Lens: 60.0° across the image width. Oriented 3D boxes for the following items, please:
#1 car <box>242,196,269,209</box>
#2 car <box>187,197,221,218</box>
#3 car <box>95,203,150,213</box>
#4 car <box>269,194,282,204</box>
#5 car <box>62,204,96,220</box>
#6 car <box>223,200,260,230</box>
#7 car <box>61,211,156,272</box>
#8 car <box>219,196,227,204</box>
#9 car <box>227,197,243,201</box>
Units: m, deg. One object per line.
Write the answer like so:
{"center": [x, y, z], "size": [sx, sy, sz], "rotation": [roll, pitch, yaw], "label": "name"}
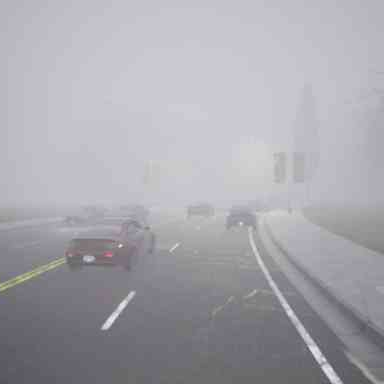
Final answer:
{"center": [8.359, 1.458, 43.511], "size": [1.812, 1.442, 4.674], "rotation": [-1, 0, 23], "label": "car"}
{"center": [0.902, 1.515, 30.144], "size": [2.128, 1.511, 4.902], "rotation": [0, 0, 14], "label": "car"}
{"center": [-4.312, 1.530, 22.473], "size": [1.882, 1.535, 5.008], "rotation": [0, 0, 11], "label": "car"}
{"center": [14.446, 1.216, 58.281], "size": [2.097, 1.767, 4.553], "rotation": [-1, 0, 23], "label": "car"}
{"center": [-7.304, 1.614, 24.328], "size": [2.033, 1.411, 5.357], "rotation": [0, 0, 11], "label": "car"}
{"center": [3.206, 1.529, 21.251], "size": [1.837, 1.490, 4.892], "rotation": [0, 0, 11], "label": "car"}
{"center": [-2.454, 1.557, 10.905], "size": [1.812, 1.442, 4.674], "rotation": [0, 0, 5], "label": "car"}
{"center": [5.671, 1.519, 62.323], "size": [2.033, 1.411, 5.357], "rotation": [-1, 0, 24], "label": "car"}
{"center": [8.476, 1.537, 60.656], "size": [1.895, 1.301, 4.718], "rotation": [-1, 0, 24], "label": "car"}
